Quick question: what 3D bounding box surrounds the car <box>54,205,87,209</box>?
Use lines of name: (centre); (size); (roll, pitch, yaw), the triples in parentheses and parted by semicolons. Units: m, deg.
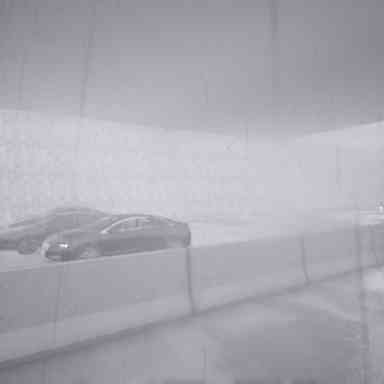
car: (-6.388, 1.483, 16.633); (4.892, 1.490, 1.837); (0, 0, -35)

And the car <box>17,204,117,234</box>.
car: (-7.471, 1.520, 20.159); (5.357, 1.411, 2.033); (0, 0, -35)

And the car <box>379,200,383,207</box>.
car: (27.019, 1.334, 44.661); (4.181, 1.385, 1.994); (0, 0, -35)

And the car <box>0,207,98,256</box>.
car: (-4.936, 1.529, 13.369); (5.357, 1.411, 2.033); (0, 0, -35)

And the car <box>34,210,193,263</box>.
car: (-2.269, 1.470, 10.973); (4.902, 1.511, 2.128); (0, 0, -35)
